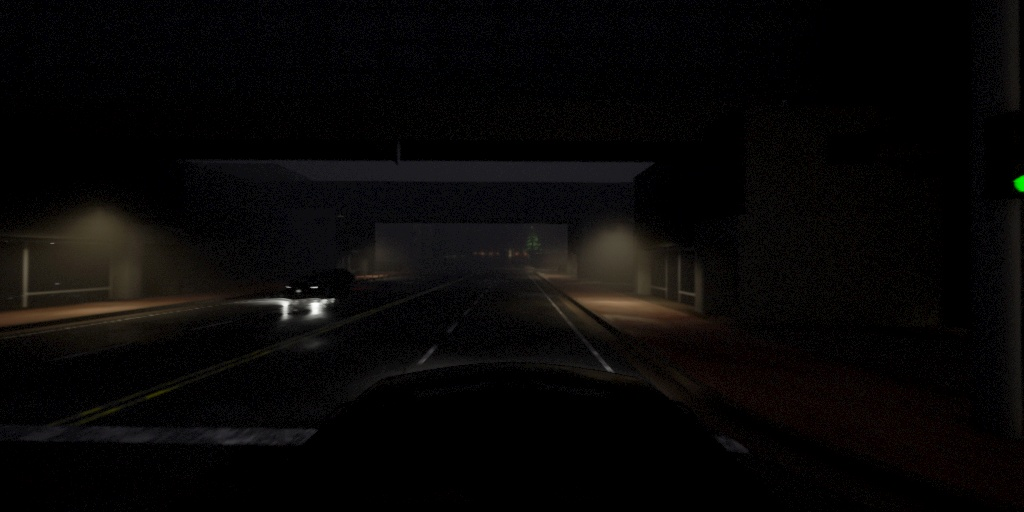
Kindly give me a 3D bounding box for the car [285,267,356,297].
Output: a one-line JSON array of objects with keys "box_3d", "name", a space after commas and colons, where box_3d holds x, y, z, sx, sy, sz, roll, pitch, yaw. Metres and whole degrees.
[{"box_3d": [-10.368, 1.420, 19.870, 1.837, 1.490, 4.892, 0, 1, 1], "name": "car"}]
